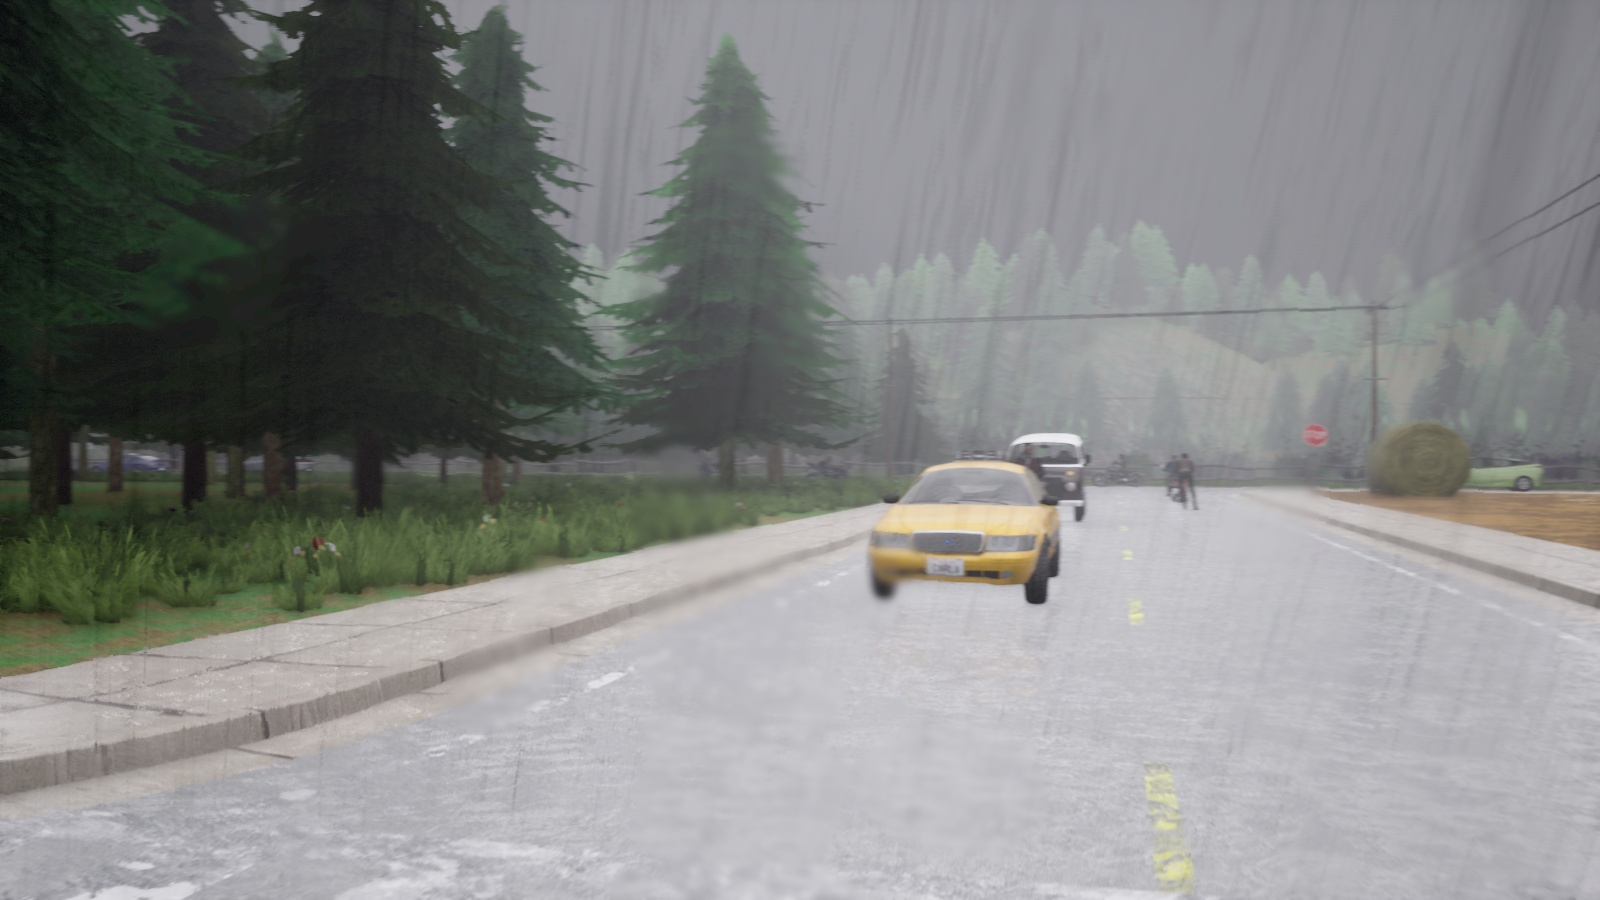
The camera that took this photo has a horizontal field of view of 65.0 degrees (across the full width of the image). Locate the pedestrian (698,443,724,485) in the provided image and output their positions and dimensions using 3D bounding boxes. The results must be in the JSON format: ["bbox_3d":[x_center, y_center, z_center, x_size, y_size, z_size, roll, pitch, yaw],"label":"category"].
[{"bbox_3d":[-3.983,0.633,56.494,0.900,1.855,0.874,0,0,19],"label":"pedestrian"}]

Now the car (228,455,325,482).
[{"bbox_3d":[-30.096,1.031,72.244,4.902,1.511,2.128,0,0,15],"label":"car"}]

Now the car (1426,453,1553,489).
[{"bbox_3d":[29.926,0.878,54.668,4.514,1.525,2.007,0,0,17],"label":"car"}]

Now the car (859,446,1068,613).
[{"bbox_3d":[2.109,0.759,14.659,1.801,1.575,5.366,0,0,14],"label":"car"}]

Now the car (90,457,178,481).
[{"bbox_3d":[-39.701,1.122,74.868,4.674,1.442,1.812,0,0,15],"label":"car"}]

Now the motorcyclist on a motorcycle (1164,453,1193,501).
[{"bbox_3d":[12.637,0.882,41.970,0.866,1.590,1.817,0,0,14],"label":"motorcyclist on a motorcycle"}]

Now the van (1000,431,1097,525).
[{"bbox_3d":[6.077,0.596,30.328,2.069,2.038,4.480,0,1,14],"label":"van"}]

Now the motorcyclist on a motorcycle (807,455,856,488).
[{"bbox_3d":[1.497,1.016,59.696,2.191,1.530,0.866,0,0,17],"label":"motorcyclist on a motorcycle"}]

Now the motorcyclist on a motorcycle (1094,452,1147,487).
[{"bbox_3d":[15.101,0.923,59.198,2.350,1.649,0.766,0,0,17],"label":"motorcyclist on a motorcycle"}]
